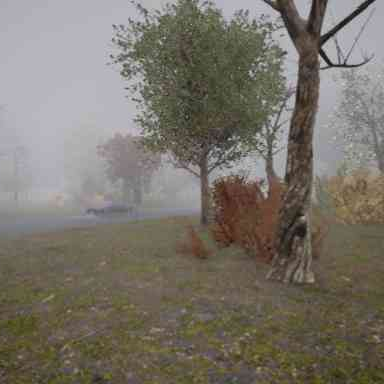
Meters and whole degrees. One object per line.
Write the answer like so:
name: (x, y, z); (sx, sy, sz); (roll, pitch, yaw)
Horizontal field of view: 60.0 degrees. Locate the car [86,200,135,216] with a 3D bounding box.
car: (-7.930, 1.532, 33.054); (2.033, 1.411, 5.357); (0, 0, 31)
